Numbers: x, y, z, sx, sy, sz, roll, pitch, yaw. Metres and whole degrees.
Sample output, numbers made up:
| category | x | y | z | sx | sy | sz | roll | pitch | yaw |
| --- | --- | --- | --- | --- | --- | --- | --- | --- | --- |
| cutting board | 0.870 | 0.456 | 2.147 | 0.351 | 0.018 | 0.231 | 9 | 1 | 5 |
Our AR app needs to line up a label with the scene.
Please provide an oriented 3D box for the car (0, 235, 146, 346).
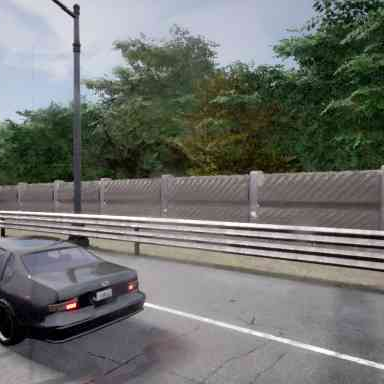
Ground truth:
| category | x | y | z | sx | sy | sz | roll | pitch | yaw |
| --- | --- | --- | --- | --- | --- | --- | --- | --- | --- |
| car | -3.322 | 1.569 | 6.376 | 5.357 | 1.411 | 2.033 | 0 | 0 | 36 |
